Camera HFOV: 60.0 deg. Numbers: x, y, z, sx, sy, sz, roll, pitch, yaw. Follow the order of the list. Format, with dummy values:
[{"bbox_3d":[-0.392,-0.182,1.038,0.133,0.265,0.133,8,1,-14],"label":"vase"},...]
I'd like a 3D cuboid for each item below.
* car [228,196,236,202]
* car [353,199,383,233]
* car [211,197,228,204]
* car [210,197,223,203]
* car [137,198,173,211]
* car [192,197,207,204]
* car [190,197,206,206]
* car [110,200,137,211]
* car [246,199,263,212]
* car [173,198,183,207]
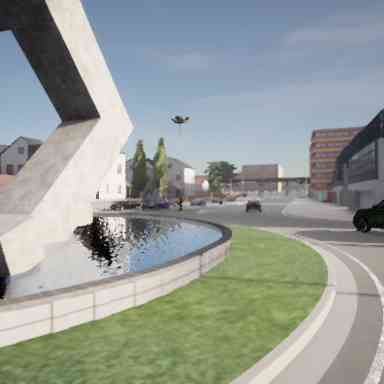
[{"bbox_3d":[10.692,1.778,90.436,2.097,1.767,4.553,-1,0,18],"label":"car"},{"bbox_3d":[10.906,1.236,17.085,2.150,2.045,5.566,0,0,-14],"label":"car"},{"bbox_3d":[6.020,1.970,76.175,2.033,1.411,5.357,-1,0,18],"label":"car"},{"bbox_3d":[6.601,2.039,89.185,2.033,1.411,5.357,-1,0,18],"label":"car"},{"bbox_3d":[-5.144,1.696,46.750,2.097,1.767,4.553,-1,-1,29],"label":"car"},{"bbox_3d":[1.714,1.934,74.280,1.882,1.535,5.008,-1,0,18],"label":"car"},{"bbox_3d":[1.186,1.906,61.547,1.812,1.442,4.674,-1,0,19],"label":"car"},{"bbox_3d":[-9.275,1.886,46.636,1.837,1.490,4.892,0,-1,32],"label":"car"},{"bbox_3d":[7.995,1.694,42.777,2.128,1.511,4.902,-1,0,12],"label":"car"},{"bbox_3d":[-3.090,1.913,59.895,1.837,1.490,4.892,-1,0,19],"label":"car"}]
